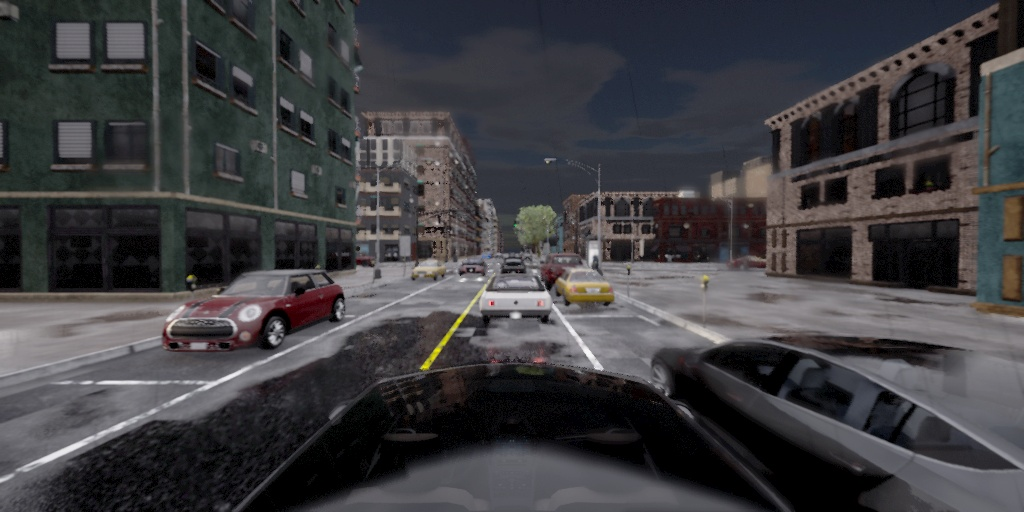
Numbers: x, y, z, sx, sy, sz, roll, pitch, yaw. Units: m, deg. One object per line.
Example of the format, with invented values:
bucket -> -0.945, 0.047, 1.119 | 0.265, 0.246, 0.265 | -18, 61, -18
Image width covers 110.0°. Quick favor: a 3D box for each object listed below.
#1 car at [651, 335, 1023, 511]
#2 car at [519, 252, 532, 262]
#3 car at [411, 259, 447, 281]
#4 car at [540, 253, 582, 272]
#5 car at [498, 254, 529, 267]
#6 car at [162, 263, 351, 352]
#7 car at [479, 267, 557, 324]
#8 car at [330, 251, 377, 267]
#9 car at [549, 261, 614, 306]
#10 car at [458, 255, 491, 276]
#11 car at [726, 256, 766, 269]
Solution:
car -> 2.690, 1.295, 2.969 | 1.948, 1.339, 4.313 | 0, 0, 0
car -> 2.675, 0.290, 63.070 | 2.007, 1.370, 4.403 | 0, 0, 0
car -> -5.697, 0.877, 24.953 | 1.751, 1.417, 4.829 | 0, 0, 0
car -> 2.686, 0.762, 19.586 | 2.192, 1.841, 5.009 | 0, 0, 0
car -> 0.094, 0.822, 27.200 | 1.837, 1.490, 4.892 | 0, 1, 0
car -> -5.692, 1.074, 8.506 | 1.967, 1.591, 4.097 | 0, 0, 0
car -> 0.097, 1.188, 11.290 | 1.895, 1.301, 4.718 | 0, 1, 0
car -> -17.286, 0.373, 39.348 | 5.009, 1.841, 2.192 | 0, 0, 0
car -> 2.687, 1.066, 14.217 | 1.751, 1.417, 4.829 | 0, 0, 0
car -> -3.039, 0.857, 28.657 | 1.994, 1.385, 4.181 | 0, 1, 1
car -> 26.138, 0.781, 39.617 | 4.507, 1.381, 1.888 | 0, 0, 0
